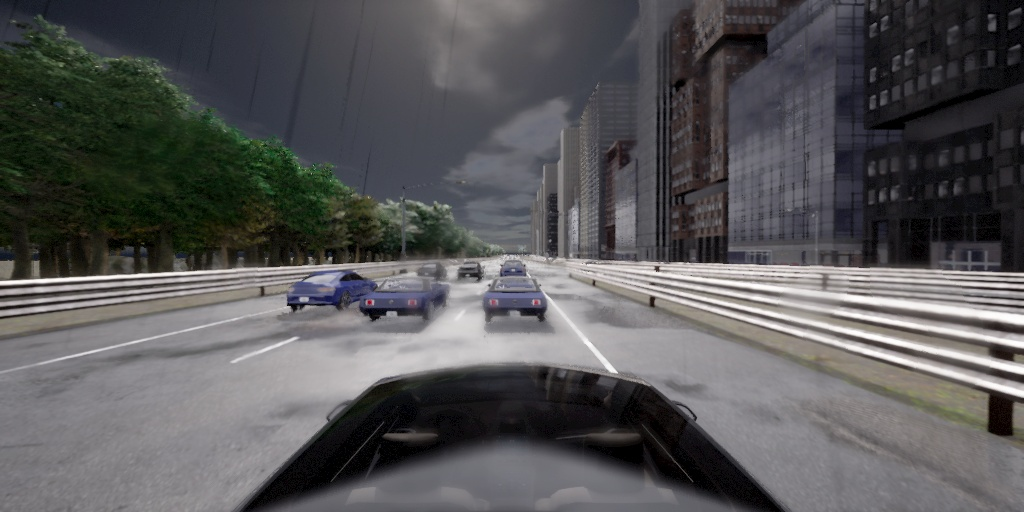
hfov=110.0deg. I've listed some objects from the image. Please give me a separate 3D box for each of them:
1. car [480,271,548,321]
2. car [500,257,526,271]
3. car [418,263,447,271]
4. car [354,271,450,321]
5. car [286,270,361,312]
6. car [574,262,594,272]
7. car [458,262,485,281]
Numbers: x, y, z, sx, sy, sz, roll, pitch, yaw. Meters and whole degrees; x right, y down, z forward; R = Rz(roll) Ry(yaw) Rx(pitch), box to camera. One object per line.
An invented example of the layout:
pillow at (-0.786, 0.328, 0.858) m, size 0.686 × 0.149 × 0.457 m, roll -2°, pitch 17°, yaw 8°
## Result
car at (0.096, 1.355, 12.418) m, size 1.895 × 1.301 × 4.718 m, roll 0°, pitch 0°, yaw 0°
car at (0.092, 1.119, 29.924) m, size 2.097 × 1.767 × 4.553 m, roll 0°, pitch 0°, yaw 0°
car at (-6.908, 1.293, 31.278) m, size 1.812 × 1.442 × 4.674 m, roll 0°, pitch 0°, yaw 0°
car at (-3.404, 1.354, 12.397) m, size 1.895 × 1.301 × 4.718 m, roll 0°, pitch 0°, yaw 0°
car at (-6.903, 1.280, 14.203) m, size 1.812 × 1.442 × 4.674 m, roll 0°, pitch 0°, yaw 0°
car at (9.233, 1.383, 44.262) m, size 1.994 × 1.385 × 4.181 m, roll 0°, pitch 0°, yaw -13°
car at (-3.406, 1.272, 30.275) m, size 1.837 × 1.490 × 4.892 m, roll 0°, pitch 0°, yaw 0°
